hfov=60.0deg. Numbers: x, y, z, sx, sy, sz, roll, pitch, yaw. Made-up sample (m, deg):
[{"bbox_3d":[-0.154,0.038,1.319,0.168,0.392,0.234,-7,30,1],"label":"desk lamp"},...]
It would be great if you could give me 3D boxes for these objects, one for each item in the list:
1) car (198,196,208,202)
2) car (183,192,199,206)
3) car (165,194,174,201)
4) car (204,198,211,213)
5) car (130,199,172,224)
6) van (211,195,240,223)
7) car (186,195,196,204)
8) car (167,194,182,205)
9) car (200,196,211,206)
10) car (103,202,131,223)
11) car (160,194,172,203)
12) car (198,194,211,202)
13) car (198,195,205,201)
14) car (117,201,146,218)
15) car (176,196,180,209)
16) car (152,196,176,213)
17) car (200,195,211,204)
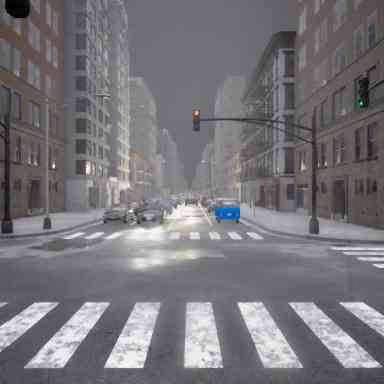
[{"bbox_3d":[2.500,1.524,76.106,2.008,1.369,4.403,0,0,0],"label":"car"},{"bbox_3d":[-0.100,1.340,55.069,2.097,1.767,4.553,0,0,0],"label":"car"},{"bbox_3d":[-5.535,1.409,81.770,1.967,1.590,4.097,0,0,0],"label":"car"},{"bbox_3d":[2.571,1.580,36.337,1.802,1.307,4.206,0,0,0],"label":"car"},{"bbox_3d":[-2.882,1.490,24.504,2.128,1.511,4.902,0,0,-1],"label":"car"},{"bbox_3d":[2.591,1.340,24.975,1.690,1.788,3.998,0,0,0],"label":"van"},{"bbox_3d":[-0.118,1.459,65.101,1.882,1.535,5.008,0,0,0],"label":"car"},{"bbox_3d":[-2.893,1.552,55.448,1.994,1.385,4.181,0,0,0],"label":"car"},{"bbox_3d":[2.551,1.576,47.700,1.802,1.307,4.206,0,0,0],"label":"car"},{"bbox_3d":[-5.434,1.549,24.952,2.008,1.369,4.403,0,0,0],"label":"car"},{"bbox_3d":[-5.515,1.292,70.406,2.192,1.841,5.009,0,0,0],"label":"car"},{"bbox_3d":[2.541,1.305,53.381,2.192,1.841,5.009,0,0,0],"label":"car"},{"bbox_3d":[2.480,1.530,87.469,1.947,1.339,4.313,0,0,0],"label":"car"},{"bbox_3d":[-5.444,1.543,30.633,1.887,1.381,4.507,0,0,0],"label":"car"},{"bbox_3d":[-2.926,1.559,43.909,1.994,1.385,4.181,0,0,0],"label":"car"},{"bbox_3d":[-2.912,1.476,33.947,1.882,1.535,5.008,0,0,0],"label":"car"},{"bbox_3d":[2.520,1.421,64.744,1.967,1.590,4.097,0,0,0],"label":"car"}]
